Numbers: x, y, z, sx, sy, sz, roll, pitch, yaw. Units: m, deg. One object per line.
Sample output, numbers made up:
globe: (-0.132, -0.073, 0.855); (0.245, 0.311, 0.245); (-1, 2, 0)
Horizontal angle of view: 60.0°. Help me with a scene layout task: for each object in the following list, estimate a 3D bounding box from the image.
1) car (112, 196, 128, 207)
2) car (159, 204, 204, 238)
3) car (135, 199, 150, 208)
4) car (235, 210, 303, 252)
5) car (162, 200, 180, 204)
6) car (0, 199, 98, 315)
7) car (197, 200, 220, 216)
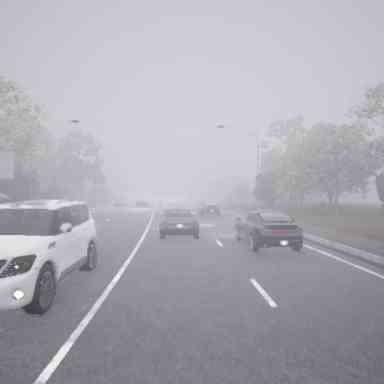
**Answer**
car: (-10.964, 1.388, 50.805); (2.097, 1.767, 4.553); (0, 0, -5)
car: (-0.713, 1.572, 17.720); (1.994, 1.385, 4.181); (0, 0, -4)
car: (-7.321, 1.631, 49.446); (1.895, 1.301, 4.718); (0, 0, -5)
car: (3.048, 1.505, 13.925); (1.837, 1.490, 4.892); (0, 0, -3)
car: (-2.225, 1.543, 35.231); (1.812, 1.442, 4.674); (0, 0, -5)
car: (-3.827, 1.232, 7.894); (2.150, 2.045, 5.566); (0, 0, -2)
car: (1.553, 1.537, 32.347); (1.812, 1.442, 4.674); (0, 0, -5)
